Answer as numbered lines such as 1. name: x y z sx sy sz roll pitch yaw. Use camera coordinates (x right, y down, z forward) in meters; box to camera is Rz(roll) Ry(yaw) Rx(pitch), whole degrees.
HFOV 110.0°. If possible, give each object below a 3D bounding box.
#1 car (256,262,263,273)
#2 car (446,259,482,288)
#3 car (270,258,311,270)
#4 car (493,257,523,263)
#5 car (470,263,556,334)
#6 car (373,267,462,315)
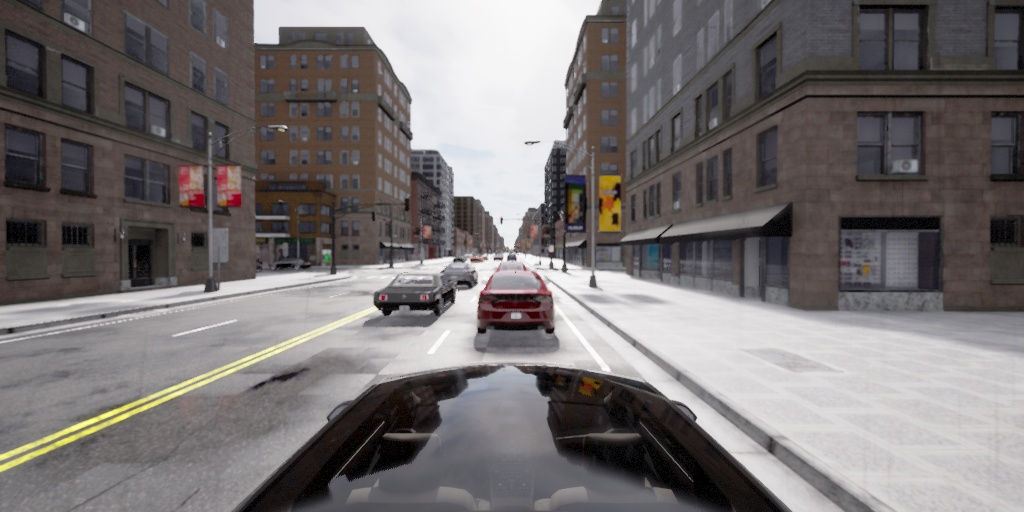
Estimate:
1. car: -25.424 0.813 33.137 4.097 1.591 1.967 0 0 0
2. car: -3.156 1.087 21.543 1.994 1.385 4.181 0 1 0
3. car: -25.384 0.878 41.162 4.313 1.339 1.948 0 0 0
4. car: -0.003 1.020 19.881 1.882 1.535 5.008 0 1 0
5. car: 0.099 1.130 10.310 1.882 1.535 5.008 0 1 0
6. car: -3.153 1.225 12.753 1.895 1.301 4.718 0 1 0
